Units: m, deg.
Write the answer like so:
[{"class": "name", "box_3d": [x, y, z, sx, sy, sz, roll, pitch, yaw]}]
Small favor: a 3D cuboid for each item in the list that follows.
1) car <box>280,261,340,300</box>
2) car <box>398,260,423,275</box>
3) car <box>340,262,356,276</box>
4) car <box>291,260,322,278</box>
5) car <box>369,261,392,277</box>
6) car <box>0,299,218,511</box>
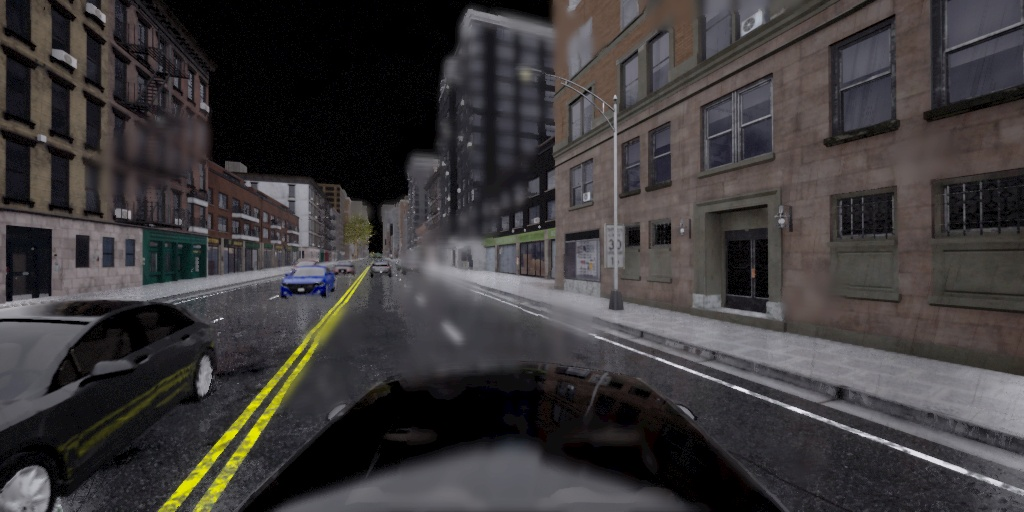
[{"class": "car", "box_3d": [-10.157, 1.223, 18.139, 1.882, 1.535, 5.008, 0, 0, -20]}, {"class": "car", "box_3d": [-10.801, 1.219, 38.799, 2.128, 1.511, 4.902, 0, 0, -20]}, {"class": "car", "box_3d": [-17.003, 1.292, 36.369, 1.994, 1.385, 4.181, 0, 0, -21]}, {"class": "car", "box_3d": [-20.003, 1.206, 35.118, 1.882, 1.535, 5.008, 0, 0, -21]}, {"class": "car", "box_3d": [-12.757, 1.223, 34.876, 2.128, 1.511, 4.902, 0, 0, -21]}, {"class": "car", "box_3d": [-4.547, 1.255, 3.324, 1.837, 1.490, 4.892, 0, 0, -22]}]
